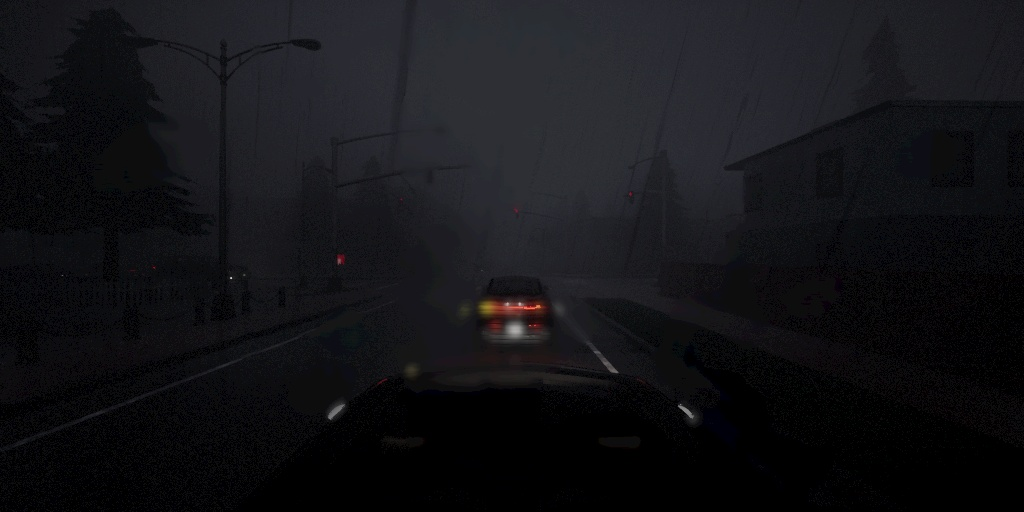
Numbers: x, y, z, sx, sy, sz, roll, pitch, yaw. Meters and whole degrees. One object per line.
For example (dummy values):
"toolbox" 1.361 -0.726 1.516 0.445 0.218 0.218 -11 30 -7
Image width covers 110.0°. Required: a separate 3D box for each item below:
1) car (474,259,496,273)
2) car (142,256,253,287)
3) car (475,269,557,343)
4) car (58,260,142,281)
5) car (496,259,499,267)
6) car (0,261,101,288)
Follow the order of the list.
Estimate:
"car" -3.503 1.297 44.414 2.033 1.411 5.357 0 0 0
"car" -20.664 0.987 24.009 5.566 2.045 2.150 0 0 -1
"car" 0.093 1.255 9.698 1.837 1.490 4.892 0 0 0
"car" -31.045 1.270 27.412 4.892 1.490 1.837 0 0 -2
"car" -3.472 1.241 54.595 2.128 1.511 4.902 0 0 0
"car" -31.102 1.257 23.733 4.902 1.511 2.128 0 0 -1
